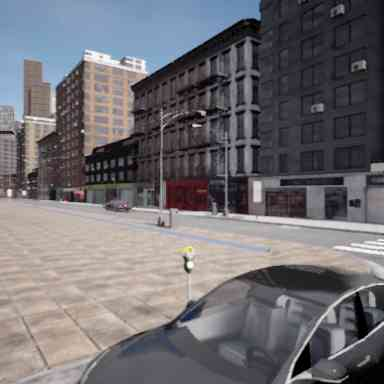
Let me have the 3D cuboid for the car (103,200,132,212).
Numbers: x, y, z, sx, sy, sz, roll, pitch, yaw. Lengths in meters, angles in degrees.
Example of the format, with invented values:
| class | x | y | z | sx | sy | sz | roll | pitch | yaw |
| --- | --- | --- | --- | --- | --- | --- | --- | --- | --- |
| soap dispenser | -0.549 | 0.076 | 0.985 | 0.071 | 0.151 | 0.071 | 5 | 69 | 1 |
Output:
| class | x | y | z | sx | sy | sz | roll | pitch | yaw |
| --- | --- | --- | --- | --- | --- | --- | --- | --- | --- |
| car | -9.301 | 1.675 | 41.351 | 2.033 | 1.411 | 5.357 | 0 | 0 | -35 |

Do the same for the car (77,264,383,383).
| class | x | y | z | sx | sy | sz | roll | pitch | yaw |
| --- | --- | --- | --- | --- | --- | --- | --- | --- | --- |
| car | 1.007 | 1.571 | 3.530 | 4.313 | 1.339 | 1.947 | 0 | 0 | -35 |
